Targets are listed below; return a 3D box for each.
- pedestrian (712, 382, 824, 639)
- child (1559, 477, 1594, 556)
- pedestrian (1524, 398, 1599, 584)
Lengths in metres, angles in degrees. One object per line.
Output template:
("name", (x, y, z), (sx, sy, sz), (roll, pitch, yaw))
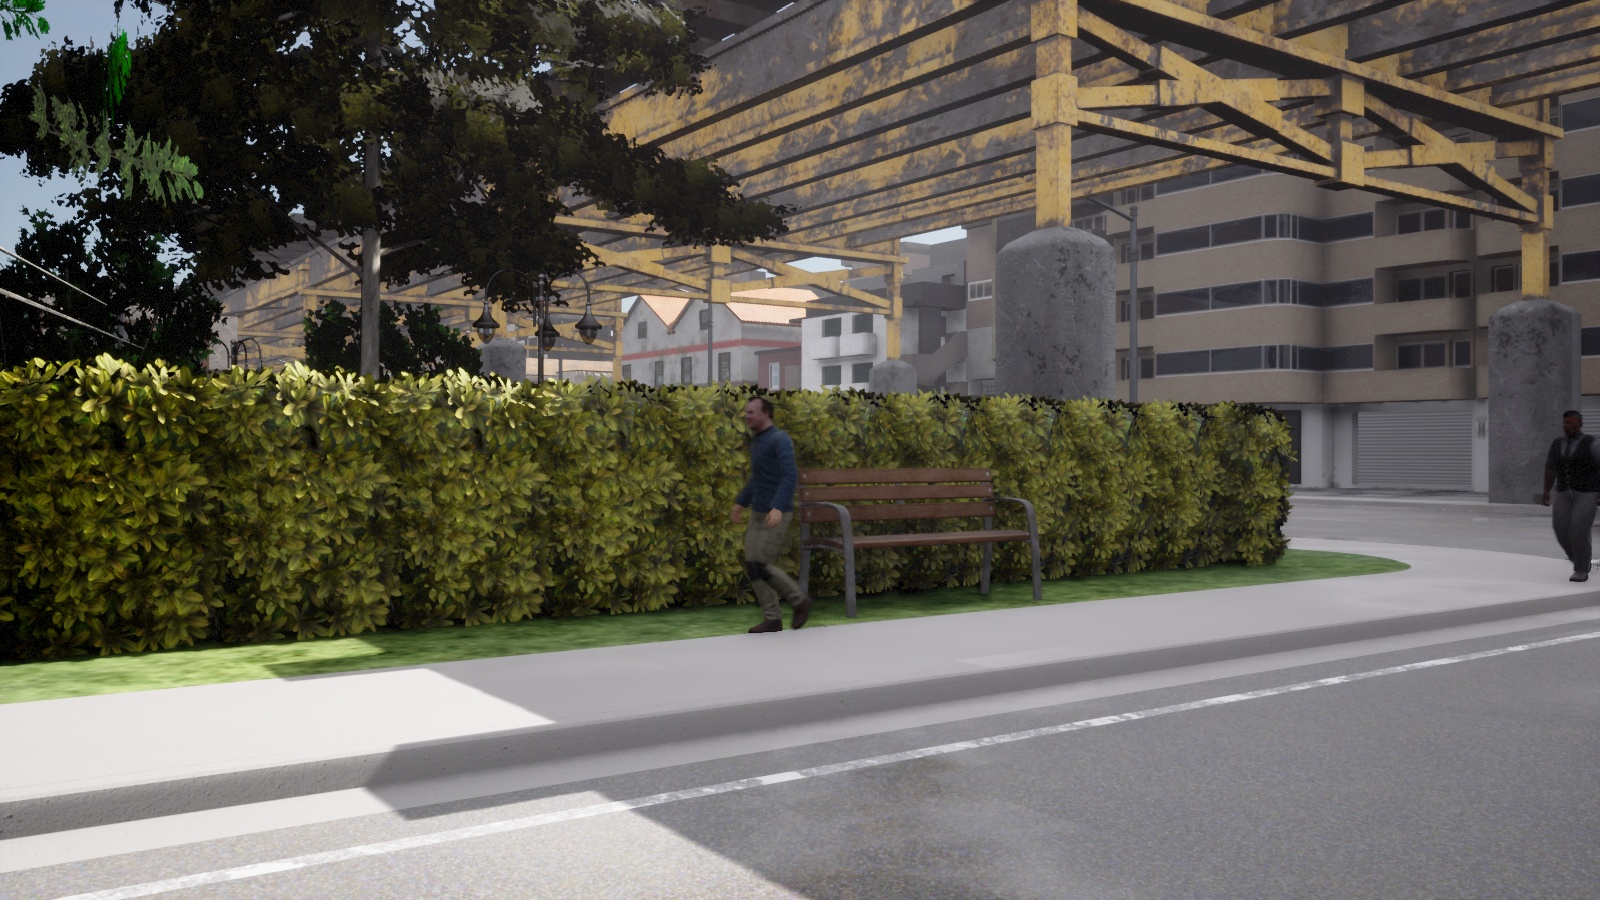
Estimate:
("pedestrian", (-0.237, 0.433, 9.370), (0.726, 1.842, 0.402), (0, 0, -32))
("child", (10.995, 0.935, 17.787), (0.394, 1.110, 0.255), (0, 0, -27))
("pedestrian", (8.105, 0.415, 13.131), (0.849, 1.883, 0.563), (0, 0, -29))
